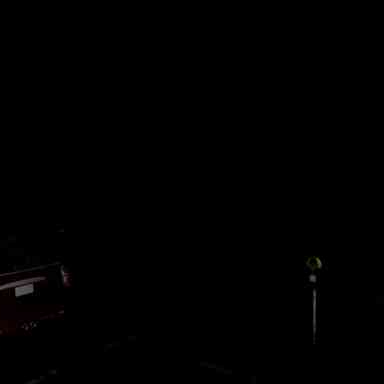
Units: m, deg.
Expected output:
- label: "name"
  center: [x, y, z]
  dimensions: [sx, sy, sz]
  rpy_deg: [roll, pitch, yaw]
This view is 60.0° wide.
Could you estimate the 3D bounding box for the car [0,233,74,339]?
- label: "car"
  center: [-3.995, 1.440, 5.928]
  dimensions: [4.097, 1.590, 1.967]
  rpy_deg: [0, 0, 36]
